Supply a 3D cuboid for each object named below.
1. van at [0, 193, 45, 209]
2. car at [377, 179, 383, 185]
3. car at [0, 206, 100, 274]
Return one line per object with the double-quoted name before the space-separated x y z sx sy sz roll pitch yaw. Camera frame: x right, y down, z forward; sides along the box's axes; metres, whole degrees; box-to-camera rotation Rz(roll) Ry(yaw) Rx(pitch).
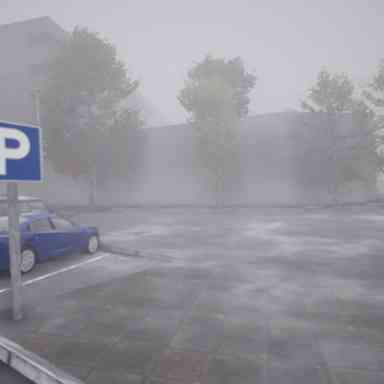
"van" -7.164 1.128 12.288 1.878 1.987 4.442 1 0 17
"car" 44.144 -2.417 80.405 5.008 1.535 2.097 -5 1 -8
"car" -4.806 1.389 10.369 2.097 1.535 5.008 1 0 17
